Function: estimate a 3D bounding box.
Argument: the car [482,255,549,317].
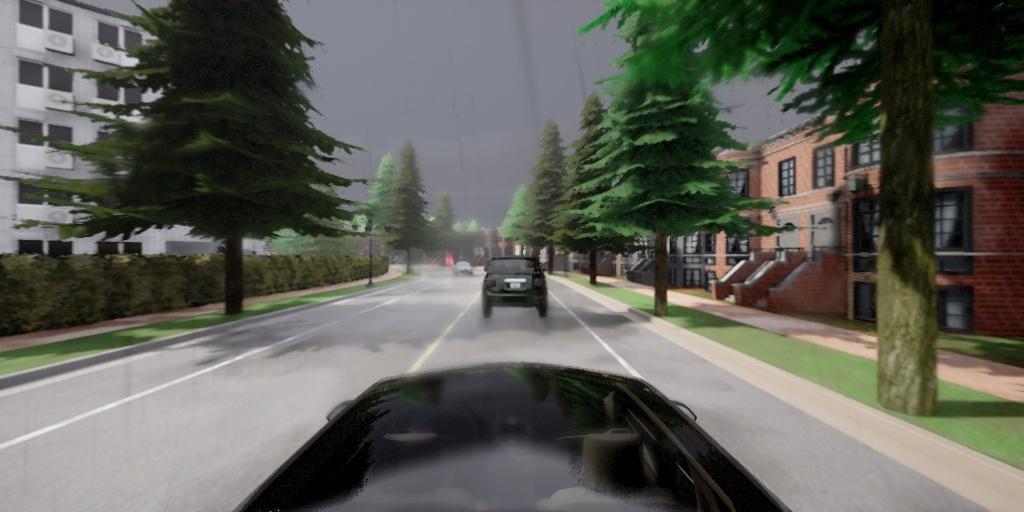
[{"bbox_3d":[0.103,0.985,13.423,2.150,2.045,5.566,0,0,0],"label":"car"}]

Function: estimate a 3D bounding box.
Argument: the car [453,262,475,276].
[{"bbox_3d":[-5.108,1.316,37.332,1.812,1.442,4.674,0,0,-14],"label":"car"}]
